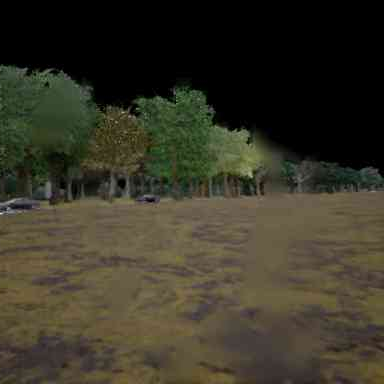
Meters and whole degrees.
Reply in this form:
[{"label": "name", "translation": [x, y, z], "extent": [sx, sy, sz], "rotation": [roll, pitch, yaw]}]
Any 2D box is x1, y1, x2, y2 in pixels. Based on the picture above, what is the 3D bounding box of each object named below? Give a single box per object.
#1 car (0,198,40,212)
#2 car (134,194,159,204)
[{"label": "car", "translation": [-20.471, 1.532, 39.126], "extent": [1.837, 1.490, 4.892], "rotation": [-3, -1, 36]}, {"label": "car", "translation": [-7.760, 1.173, 56.880], "extent": [1.882, 1.535, 5.008], "rotation": [-3, -1, 36]}]
